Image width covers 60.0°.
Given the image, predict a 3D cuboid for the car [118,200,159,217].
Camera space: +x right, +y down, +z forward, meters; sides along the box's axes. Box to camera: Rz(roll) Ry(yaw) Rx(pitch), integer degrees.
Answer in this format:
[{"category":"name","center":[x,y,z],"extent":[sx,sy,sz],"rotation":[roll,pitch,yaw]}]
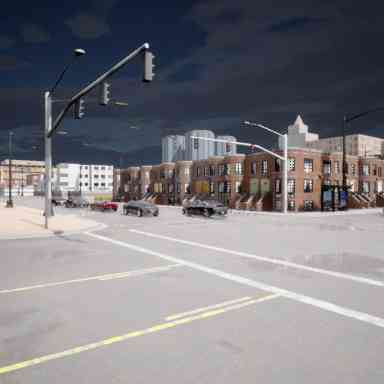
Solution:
[{"category":"car","center":[-4.866,1.505,31.318],"extent":[1.837,1.490,4.892],"rotation":[0,0,-36]}]

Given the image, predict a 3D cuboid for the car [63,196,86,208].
[{"category":"car","center":[-16.277,1.352,47.138],"extent":[2.097,1.767,4.553],"rotation":[0,0,-36]}]

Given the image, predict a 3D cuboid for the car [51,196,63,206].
[{"category":"car","center":[-22.298,1.492,55.551],"extent":[2.128,1.511,4.902],"rotation":[0,0,-35]}]

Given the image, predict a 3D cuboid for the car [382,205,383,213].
[{"category":"car","center":[20.205,1.214,31.408],"extent":[5.566,2.045,2.150],"rotation":[-1,1,-36]}]

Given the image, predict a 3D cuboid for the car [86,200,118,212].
[{"category":"car","center":[-10.331,1.601,38.889],"extent":[1.895,1.301,4.718],"rotation":[0,0,-36]}]

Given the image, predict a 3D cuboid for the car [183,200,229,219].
[{"category":"car","center":[1.087,1.491,29.145],"extent":[2.128,1.511,4.902],"rotation":[0,0,-37]}]
